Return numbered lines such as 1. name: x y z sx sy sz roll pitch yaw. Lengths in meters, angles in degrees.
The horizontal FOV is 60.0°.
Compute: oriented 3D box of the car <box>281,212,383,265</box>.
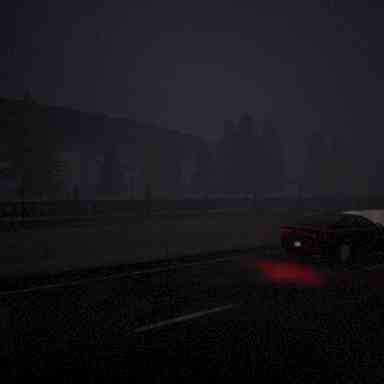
1. car: 5.298 1.460 11.793 5.008 1.535 1.882 0 0 -36
